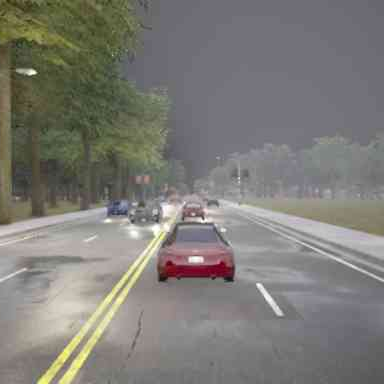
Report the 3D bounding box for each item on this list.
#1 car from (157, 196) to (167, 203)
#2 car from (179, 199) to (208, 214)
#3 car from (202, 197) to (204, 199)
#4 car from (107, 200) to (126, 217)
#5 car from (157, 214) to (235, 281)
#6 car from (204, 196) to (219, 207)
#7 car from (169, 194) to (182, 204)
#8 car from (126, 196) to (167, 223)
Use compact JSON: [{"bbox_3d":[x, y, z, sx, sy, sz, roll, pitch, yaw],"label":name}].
[{"bbox_3d":[-6.525,1.633,71.965,1.812,1.442,4.674,0,0,0],"label":"car"},{"bbox_3d":[0.090,1.555,27.787,1.812,1.442,4.674,0,0,0],"label":"car"},{"bbox_3d":[3.224,1.622,73.043,1.882,1.535,5.008,0,0,0],"label":"car"},{"bbox_3d":[-6.607,1.512,31.305,1.882,1.535,5.008,0,0,0],"label":"car"},{"bbox_3d":[0.097,1.571,9.889,1.994,1.385,4.181,0,0,0],"label":"car"},{"bbox_3d":[3.331,1.584,54.350,1.837,1.490,4.892,0,0,0],"label":"car"},{"bbox_3d":[-3.278,1.341,66.838,2.150,2.045,5.566,0,0,0],"label":"car"},{"bbox_3d":[-3.356,1.377,25.281,2.097,1.767,4.553,0,0,0],"label":"car"}]
